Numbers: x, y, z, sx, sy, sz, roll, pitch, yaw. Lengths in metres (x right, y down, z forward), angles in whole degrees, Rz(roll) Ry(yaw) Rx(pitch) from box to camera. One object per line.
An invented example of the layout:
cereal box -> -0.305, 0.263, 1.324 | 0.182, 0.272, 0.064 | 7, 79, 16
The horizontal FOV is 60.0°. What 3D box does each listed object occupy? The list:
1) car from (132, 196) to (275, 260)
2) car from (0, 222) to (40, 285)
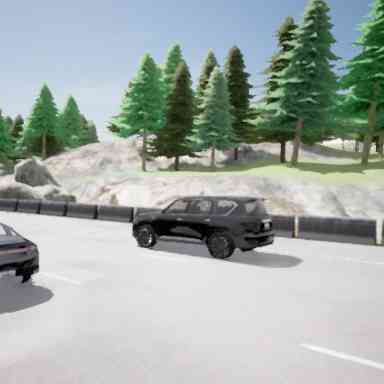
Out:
car -> 0.259, 1.150, 12.406 | 5.566, 2.045, 2.150 | 1, 0, 36
car -> -5.622, 1.395, 8.003 | 4.902, 1.511, 2.128 | 1, 0, 36
